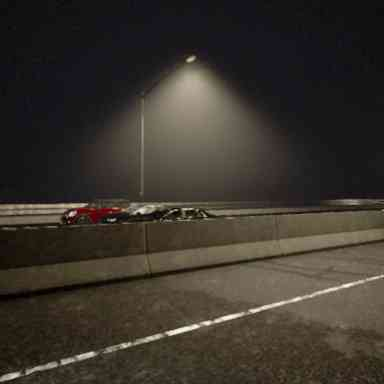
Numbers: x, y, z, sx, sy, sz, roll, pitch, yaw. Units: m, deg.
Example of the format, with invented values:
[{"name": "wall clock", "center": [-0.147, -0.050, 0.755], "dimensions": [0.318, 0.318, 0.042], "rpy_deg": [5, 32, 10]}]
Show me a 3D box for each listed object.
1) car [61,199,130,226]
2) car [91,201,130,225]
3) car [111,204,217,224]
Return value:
[{"name": "car", "center": [-5.711, 1.248, 20.745], "dimensions": [4.553, 1.767, 2.097], "rpy_deg": [0, 0, -34]}, {"name": "car", "center": [-2.714, 1.418, 18.551], "dimensions": [4.902, 1.511, 2.128], "rpy_deg": [0, 0, -34]}, {"name": "car", "center": [-0.965, 1.454, 15.507], "dimensions": [4.892, 1.490, 1.837], "rpy_deg": [0, 0, -34]}]
